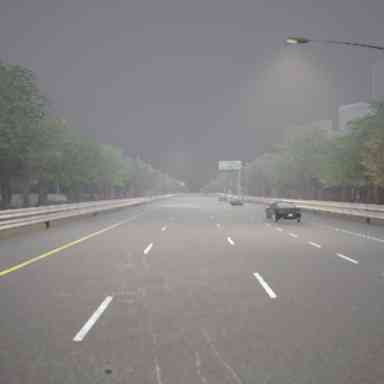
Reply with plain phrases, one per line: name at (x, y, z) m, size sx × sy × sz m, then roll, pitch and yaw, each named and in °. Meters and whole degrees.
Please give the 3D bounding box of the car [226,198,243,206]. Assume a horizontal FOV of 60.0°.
car at (7.196, 1.640, 55.142) m, size 1.895 × 1.301 × 4.718 m, roll 0°, pitch 0°, yaw 0°

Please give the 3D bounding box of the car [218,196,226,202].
car at (7.394, 1.571, 80.123) m, size 1.812 × 1.442 × 4.674 m, roll 0°, pitch 0°, yaw 1°

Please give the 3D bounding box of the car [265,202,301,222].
car at (7.052, 1.511, 26.217) m, size 1.882 × 1.535 × 5.008 m, roll 0°, pitch 0°, yaw 0°
